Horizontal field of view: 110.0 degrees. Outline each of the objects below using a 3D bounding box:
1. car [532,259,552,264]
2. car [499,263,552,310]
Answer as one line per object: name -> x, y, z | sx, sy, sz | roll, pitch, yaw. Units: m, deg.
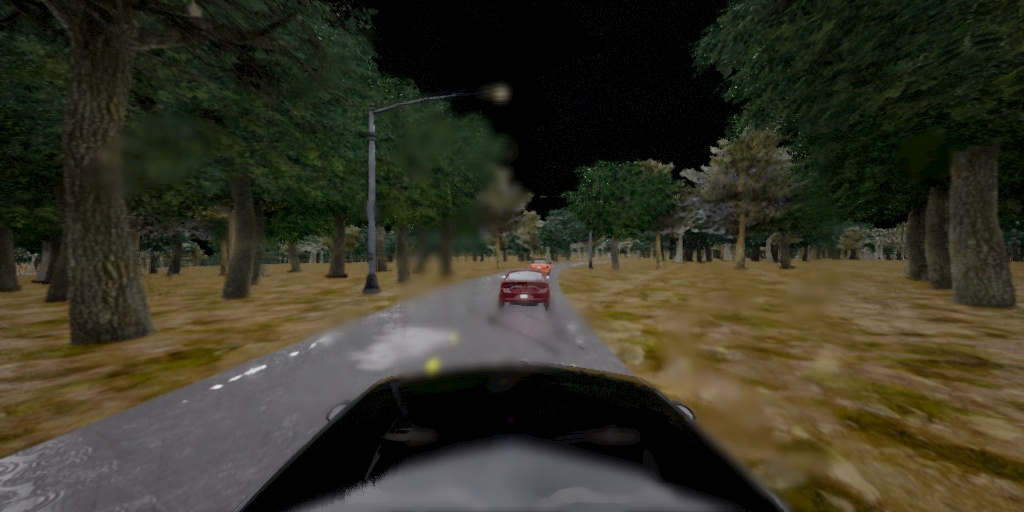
car -> 2.897, 1.066, 36.156 | 2.097, 1.767, 4.553 | 0, 0, 9
car -> 0.575, 1.224, 14.681 | 1.882, 1.535, 5.008 | 0, 0, 3
